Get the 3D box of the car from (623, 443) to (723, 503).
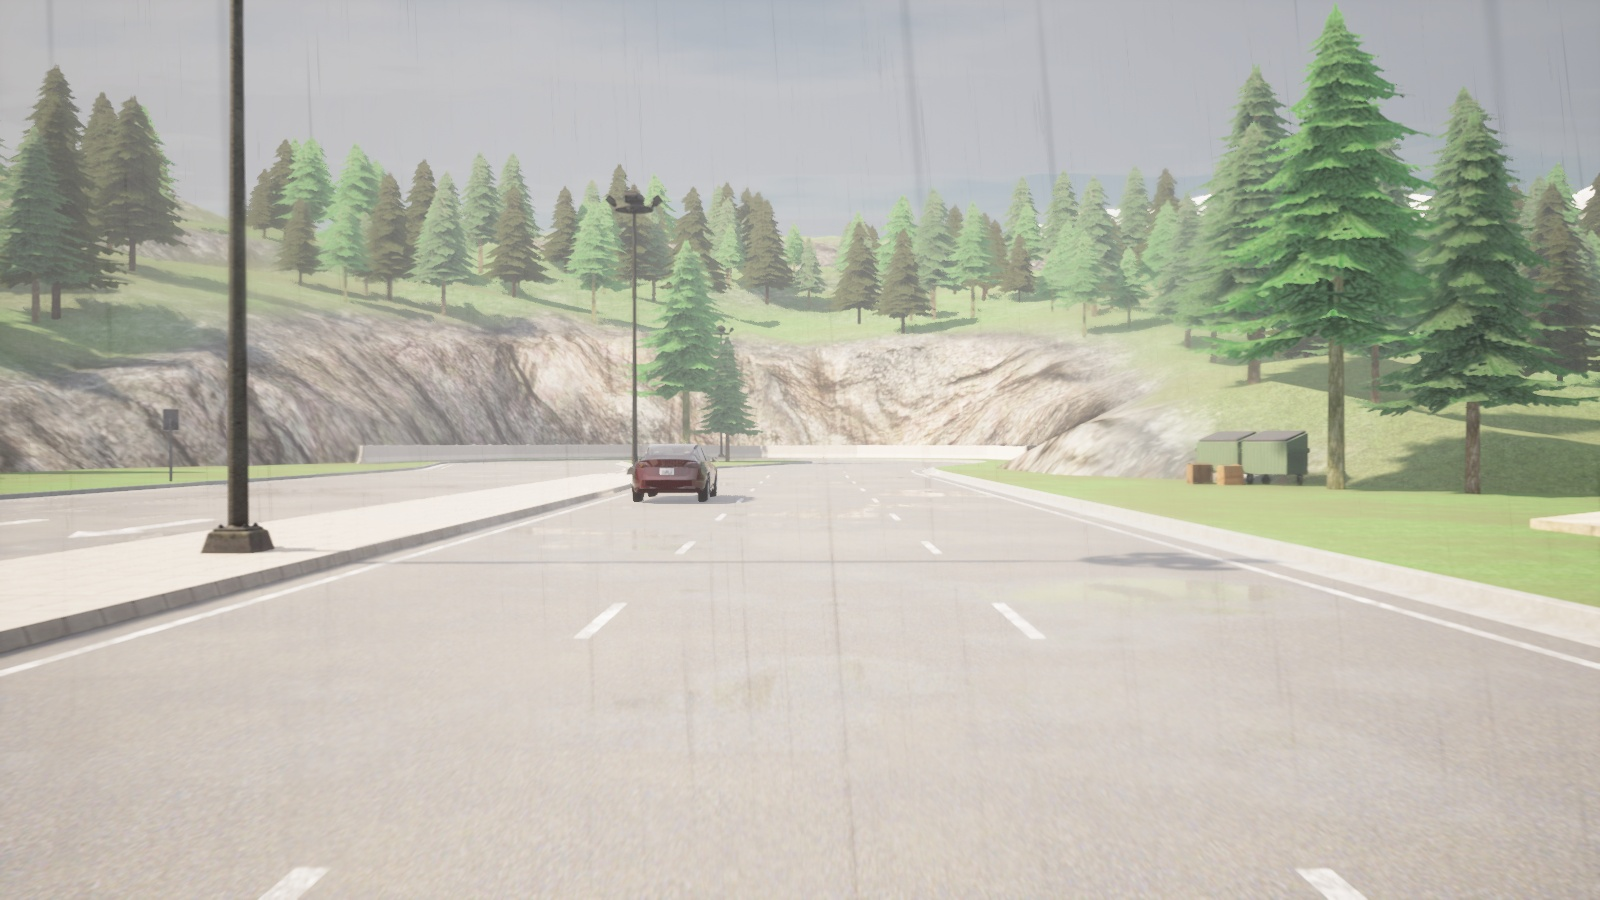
[{"bbox_3d":[-3.294,0.555,33.518,2.163,1.488,4.792,0,0,0],"label":"car"}]
